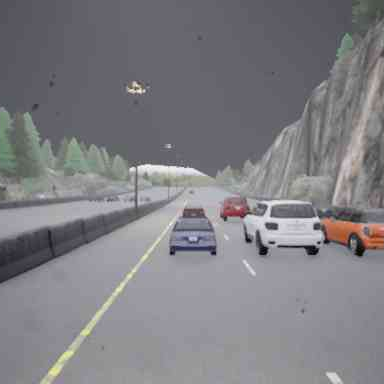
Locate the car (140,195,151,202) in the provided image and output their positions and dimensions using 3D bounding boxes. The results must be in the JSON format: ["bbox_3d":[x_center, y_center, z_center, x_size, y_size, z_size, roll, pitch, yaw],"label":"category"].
[{"bbox_3d":[-10.045,1.448,71.770,2.128,1.511,4.902,0,1,0],"label":"car"}]

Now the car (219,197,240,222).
[{"bbox_3d":[3.657,1.417,28.919,2.150,2.045,5.566,0,0,0],"label":"car"}]

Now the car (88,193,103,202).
[{"bbox_3d":[-20.545,1.149,71.809,2.150,2.045,5.566,0,1,0],"label":"car"}]

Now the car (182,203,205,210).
[{"bbox_3d":[0.166,1.679,29.405,1.882,1.535,5.008,0,0,1],"label":"car"}]

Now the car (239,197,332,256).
[{"bbox_3d":[3.553,1.353,13.934,2.150,2.045,5.566,0,0,0],"label":"car"}]

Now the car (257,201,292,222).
[{"bbox_3d":[7.166,1.678,29.364,1.882,1.535,5.008,0,0,1],"label":"car"}]

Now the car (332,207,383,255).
[{"bbox_3d":[7.055,1.486,13.978,2.097,1.767,4.553,0,-1,0],"label":"car"}]

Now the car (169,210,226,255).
[{"bbox_3d":[0.053,1.683,13.931,2.033,1.411,5.357,0,-1,0],"label":"car"}]

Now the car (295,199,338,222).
[{"bbox_3d":[10.659,1.550,28.945,2.097,1.767,4.553,0,0,1],"label":"car"}]

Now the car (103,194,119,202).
[{"bbox_3d":[-17.045,1.463,71.819,2.033,1.411,5.357,0,1,0],"label":"car"}]

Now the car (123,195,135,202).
[{"bbox_3d":[-13.545,1.448,71.794,2.128,1.511,4.902,0,1,0],"label":"car"}]
